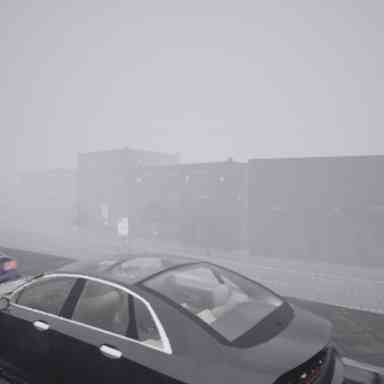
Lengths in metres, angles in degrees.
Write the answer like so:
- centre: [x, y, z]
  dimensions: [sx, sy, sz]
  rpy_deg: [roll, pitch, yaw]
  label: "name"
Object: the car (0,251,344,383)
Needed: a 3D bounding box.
- centre: [-0.908, 1.481, 3.896]
  dimensions: [4.892, 1.521, 2.231]
  rpy_deg: [0, 0, 35]
  label: "car"
